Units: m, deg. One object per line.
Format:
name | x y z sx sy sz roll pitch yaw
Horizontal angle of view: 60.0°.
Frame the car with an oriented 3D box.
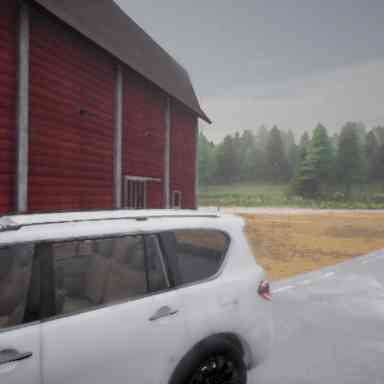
car | -1.661 1.228 2.929 5.566 2.045 2.150 0 0 -36
